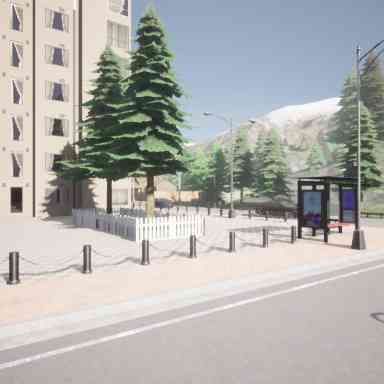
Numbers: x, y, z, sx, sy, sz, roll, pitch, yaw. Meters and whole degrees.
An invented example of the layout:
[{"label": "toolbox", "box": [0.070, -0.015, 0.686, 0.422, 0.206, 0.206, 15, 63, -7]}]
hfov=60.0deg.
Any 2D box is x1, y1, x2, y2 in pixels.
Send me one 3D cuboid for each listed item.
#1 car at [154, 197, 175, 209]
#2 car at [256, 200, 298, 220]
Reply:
[{"label": "car", "box": [-4.197, 1.526, 46.138, 1.837, 1.490, 4.892, 0, 0, -35]}, {"label": "car", "box": [7.799, 1.493, 28.888, 1.882, 1.535, 5.008, 0, 0, -35]}]
